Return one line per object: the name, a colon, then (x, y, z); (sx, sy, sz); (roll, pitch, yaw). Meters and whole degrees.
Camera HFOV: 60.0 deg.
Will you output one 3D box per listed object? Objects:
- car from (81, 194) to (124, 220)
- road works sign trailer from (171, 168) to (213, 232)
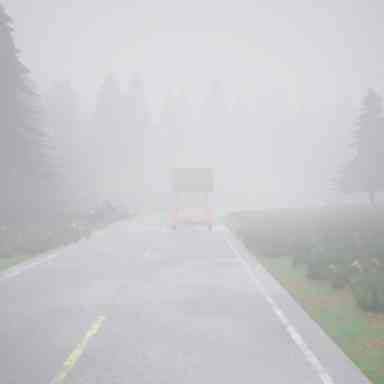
car: (-6.185, 1.128, 22.626); (1.837, 1.490, 4.892); (-42, -1, 1)
road works sign trailer: (0.008, 0.390, 19.497); (2.380, 3.560, 2.880); (0, 0, 0)
